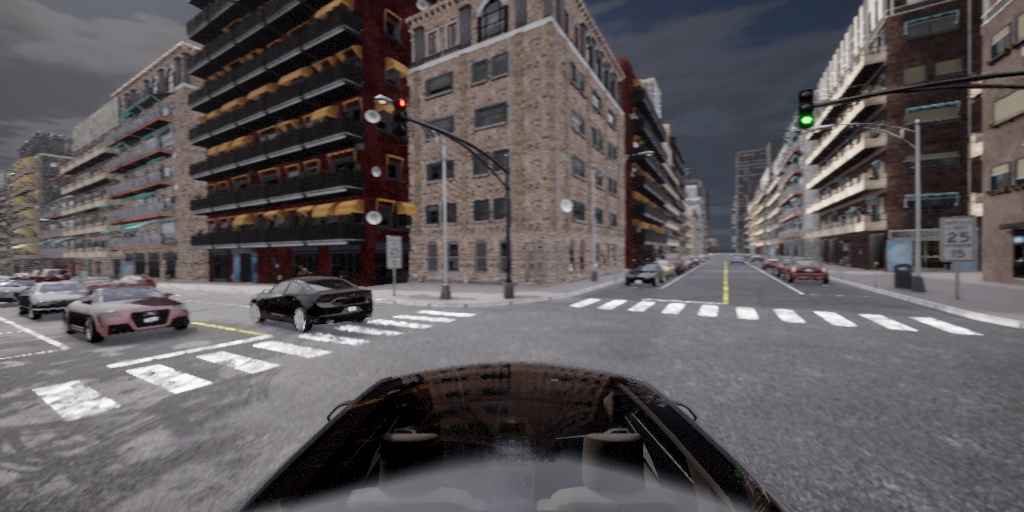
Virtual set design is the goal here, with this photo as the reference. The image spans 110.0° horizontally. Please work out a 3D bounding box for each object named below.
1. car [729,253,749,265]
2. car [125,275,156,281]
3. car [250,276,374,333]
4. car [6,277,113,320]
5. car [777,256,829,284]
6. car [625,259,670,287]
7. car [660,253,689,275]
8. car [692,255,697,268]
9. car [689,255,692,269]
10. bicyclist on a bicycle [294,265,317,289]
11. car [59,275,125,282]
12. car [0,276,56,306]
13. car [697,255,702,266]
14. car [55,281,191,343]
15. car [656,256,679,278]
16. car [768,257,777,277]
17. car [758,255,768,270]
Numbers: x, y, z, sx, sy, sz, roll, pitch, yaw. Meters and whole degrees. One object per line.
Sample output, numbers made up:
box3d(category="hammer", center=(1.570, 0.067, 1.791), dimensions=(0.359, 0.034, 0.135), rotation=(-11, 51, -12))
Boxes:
box3d(category="car", center=(32.875, 0.568, 52.321), dimensions=(2.033, 1.411, 5.357), rotation=(0, 0, 31))
box3d(category="car", center=(-29.003, 2.099, 27.683), dimensions=(4.207, 1.307, 1.802), rotation=(0, 0, 30))
box3d(category="car", center=(-6.552, 1.401, 11.551), dimensions=(5.008, 1.535, 1.882), rotation=(-2, -1, 35))
box3d(category="car", center=(-19.820, 1.827, 15.650), dimensions=(5.357, 1.411, 2.033), rotation=(-2, 0, 30))
box3d(category="car", center=(18.337, 0.822, 22.617), dimensions=(1.967, 1.591, 4.097), rotation=(0, 0, 31))
box3d(category="car", center=(8.229, 1.053, 22.017), dimensions=(1.948, 1.339, 4.313), rotation=(0, 0, 31))
box3d(category="car", center=(14.040, 0.671, 31.783), dimensions=(2.192, 1.841, 5.009), rotation=(0, 0, 31))
box3d(category="car", center=(19.850, 0.666, 41.550), dimensions=(1.967, 1.591, 4.097), rotation=(0, 0, 31))
box3d(category="car", center=(16.858, 0.816, 36.521), dimensions=(1.751, 1.417, 4.829), rotation=(0, 0, 31))
box3d(category="bicyclist on a bicycle", center=(-12.449, 1.379, 21.445), dimensions=(0.582, 1.620, 1.656), rotation=(-1, 0, 30))
box3d(category="car", center=(-29.021, 2.120, 24.724), dimensions=(4.718, 1.301, 1.895), rotation=(-2, 0, 30))
box3d(category="car", center=(-28.315, 2.067, 20.607), dimensions=(4.181, 1.385, 1.994), rotation=(-2, 0, 30))
box3d(category="car", center=(25.661, 0.537, 51.317), dimensions=(1.967, 1.591, 4.097), rotation=(0, 0, 31))
box3d(category="car", center=(-11.736, 1.628, 10.927), dimensions=(4.181, 1.385, 1.994), rotation=(-2, 0, 30))
box3d(category="car", center=(11.047, 0.947, 26.754), dimensions=(1.751, 1.417, 4.829), rotation=(0, 0, 31))
box3d(category="car", center=(21.242, 0.756, 27.500), dimensions=(1.967, 1.591, 4.097), rotation=(0, 0, 31))
box3d(category="car", center=(27.053, 0.769, 37.266), dimensions=(1.802, 1.307, 4.207), rotation=(0, 0, 31))
